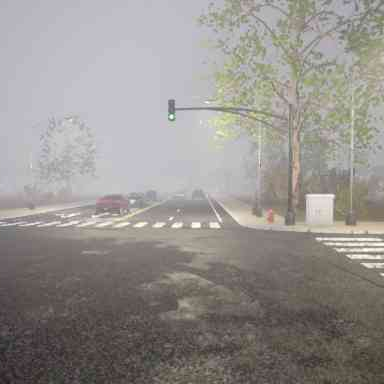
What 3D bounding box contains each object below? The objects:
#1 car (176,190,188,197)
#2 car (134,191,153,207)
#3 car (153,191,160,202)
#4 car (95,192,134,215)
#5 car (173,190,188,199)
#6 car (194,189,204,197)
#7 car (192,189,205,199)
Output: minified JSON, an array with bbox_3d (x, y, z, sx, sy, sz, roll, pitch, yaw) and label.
[{"bbox_3d":[-1.878,0.276,65.661,2.033,1.411,5.357,0,1,2],"label":"car"},{"bbox_3d":[-5.995,0.761,36.193,2.128,1.511,4.902,0,1,2],"label":"car"},{"bbox_3d":[-5.711,0.580,46.900,1.837,1.490,4.892,0,1,2],"label":"car"},{"bbox_3d":[-6.247,0.919,26.722,1.882,1.535,5.008,0,1,1],"label":"car"},{"bbox_3d":[-2.142,0.518,55.695,1.895,1.301,4.718,0,1,2],"label":"car"},{"bbox_3d":[1.371,0.214,65.574,1.882,1.535,5.008,0,1,2],"label":"car"},{"bbox_3d":[1.104,0.279,55.511,2.097,1.767,4.553,0,1,2],"label":"car"}]
